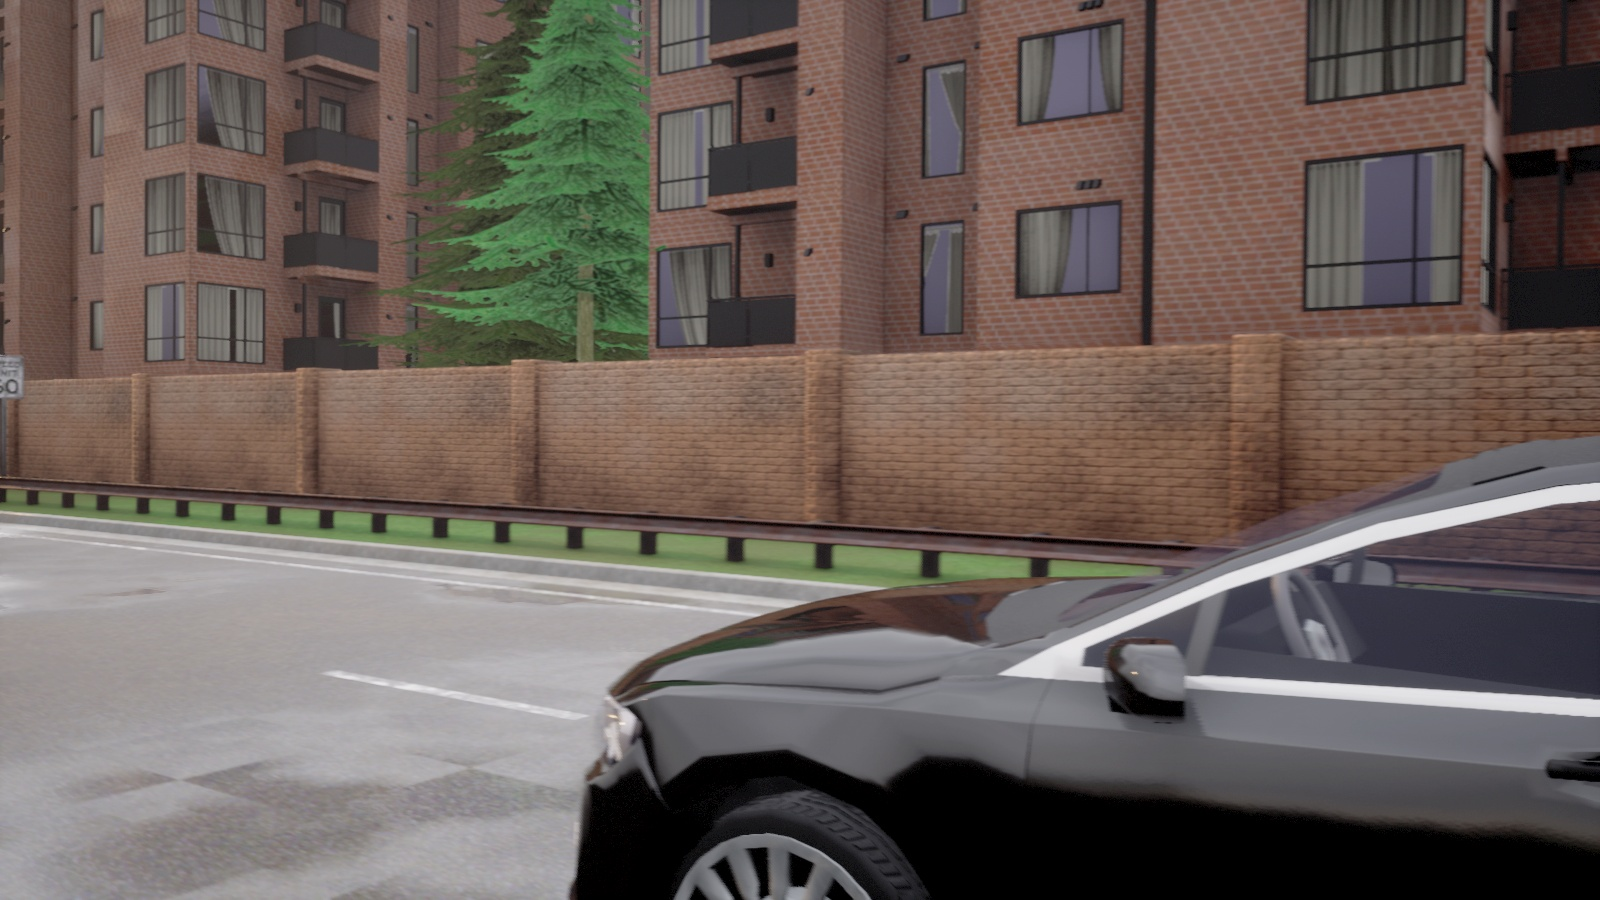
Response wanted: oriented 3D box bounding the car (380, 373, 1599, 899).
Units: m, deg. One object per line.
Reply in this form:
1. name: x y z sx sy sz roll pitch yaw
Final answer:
1. car: 1.636 0.638 2.535 4.902 1.511 2.128 0 1 34
